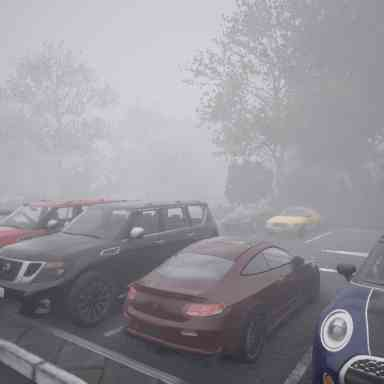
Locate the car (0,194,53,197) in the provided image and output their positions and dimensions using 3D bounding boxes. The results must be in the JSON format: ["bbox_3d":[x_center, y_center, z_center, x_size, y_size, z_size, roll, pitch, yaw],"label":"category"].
[{"bbox_3d":[-16.971,1.242,34.682,2.435,2.045,5.566,0,0,36],"label":"car"}]

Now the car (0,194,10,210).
[{"bbox_3d":[-25.940,1.256,41.080,2.435,2.045,5.566,0,0,35],"label":"car"}]

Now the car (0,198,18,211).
[{"bbox_3d":[-23.658,1.502,39.480,2.097,1.535,5.008,0,0,36],"label":"car"}]

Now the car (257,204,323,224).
[{"bbox_3d":[5.733,1.481,18.294,1.946,1.575,5.366,0,0,35],"label":"car"}]

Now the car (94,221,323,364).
[{"bbox_3d":[0.850,1.522,5.935,2.002,1.452,4.674,0,0,36],"label":"car"}]

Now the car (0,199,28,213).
[{"bbox_3d":[-21.490,1.537,37.937,2.002,1.452,4.674,0,0,36],"label":"car"}]

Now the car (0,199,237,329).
[{"bbox_3d":[-1.448,1.232,7.542,2.435,2.045,5.566,0,0,35],"label":"car"}]

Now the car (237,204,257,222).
[{"bbox_3d":[3.583,1.486,20.062,2.231,1.521,4.892,0,0,36],"label":"car"}]

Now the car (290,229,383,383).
[{"bbox_3d":[3.152,1.356,4.335,2.185,1.767,4.553,0,0,36],"label":"car"}]

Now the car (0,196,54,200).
[{"bbox_3d":[-3.730,1.233,9.170,2.435,2.045,5.566,0,0,35],"label":"car"}]
